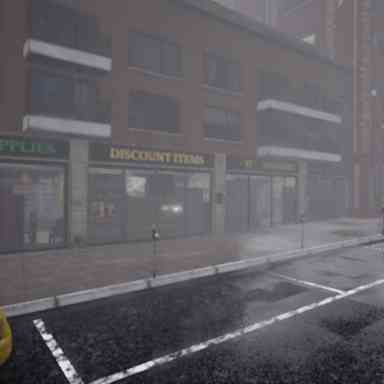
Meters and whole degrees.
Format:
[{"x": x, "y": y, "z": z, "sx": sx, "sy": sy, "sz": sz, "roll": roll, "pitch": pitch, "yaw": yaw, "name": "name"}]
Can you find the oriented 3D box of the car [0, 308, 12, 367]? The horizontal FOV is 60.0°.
[{"x": -4.380, "y": 1.565, "z": 2.952, "sx": 4.829, "sy": 1.417, "sz": 1.752, "roll": -1, "pitch": 3, "yaw": -35, "name": "car"}]
